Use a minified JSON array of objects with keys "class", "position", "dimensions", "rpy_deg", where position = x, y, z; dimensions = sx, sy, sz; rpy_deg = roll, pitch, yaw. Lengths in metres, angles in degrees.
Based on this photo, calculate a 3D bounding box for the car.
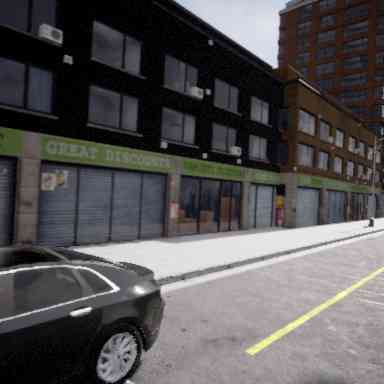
[{"class":"car","position":[-2.396,1.380,3.266],"dimensions":[1.837,1.490,4.892],"rpy_deg":[3,0,41]}]
